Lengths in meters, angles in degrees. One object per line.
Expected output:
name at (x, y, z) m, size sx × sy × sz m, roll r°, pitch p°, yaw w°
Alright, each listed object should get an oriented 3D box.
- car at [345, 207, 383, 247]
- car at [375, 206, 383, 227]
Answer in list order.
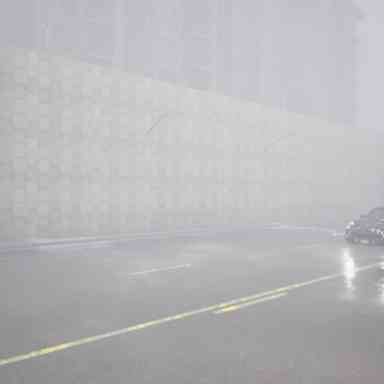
car at (8.831, 1.443, 14.843) m, size 4.553 × 1.767 × 2.097 m, roll 0°, pitch 0°, yaw -36°
car at (15.083, 1.700, 23.704) m, size 4.674 × 1.442 × 1.812 m, roll 0°, pitch 0°, yaw -36°
